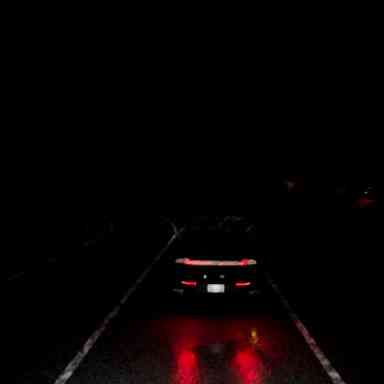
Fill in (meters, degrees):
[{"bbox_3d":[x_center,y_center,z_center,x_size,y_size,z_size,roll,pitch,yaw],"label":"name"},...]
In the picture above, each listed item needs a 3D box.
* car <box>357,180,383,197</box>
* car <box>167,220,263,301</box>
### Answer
[{"bbox_3d":[17.867,-0.425,33.329,1.837,1.490,4.892,5,8,35],"label":"car"},{"bbox_3d":[0.535,1.438,8.186,2.128,1.511,4.902,0,0,3],"label":"car"}]
